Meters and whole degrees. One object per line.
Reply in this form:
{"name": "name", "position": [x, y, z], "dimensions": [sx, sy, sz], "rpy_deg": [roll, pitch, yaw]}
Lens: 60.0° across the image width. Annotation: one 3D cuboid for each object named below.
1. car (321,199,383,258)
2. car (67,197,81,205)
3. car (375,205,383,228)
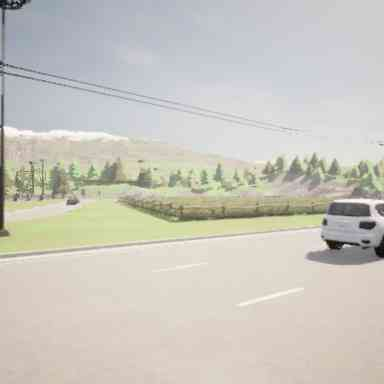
{"name": "car", "position": [7.513, 1.304, 13.406], "dimensions": [5.566, 2.045, 2.150], "rpy_deg": [0, 0, -36]}
{"name": "car", "position": [-21.598, 1.664, 60.830], "dimensions": [1.994, 1.385, 4.181], "rpy_deg": [0, 0, -11]}
{"name": "car", "position": [14.989, 1.640, 23.040], "dimensions": [4.902, 1.511, 2.128], "rpy_deg": [1, 0, -36]}
